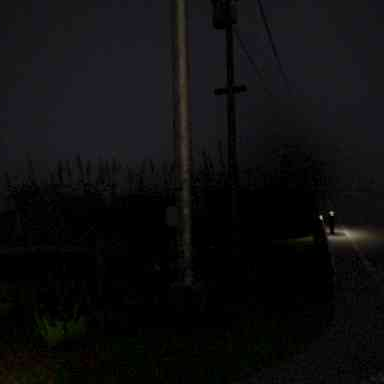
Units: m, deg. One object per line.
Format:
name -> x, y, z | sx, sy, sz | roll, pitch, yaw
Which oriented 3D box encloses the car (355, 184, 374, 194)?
car -> 24.180, -0.394, 46.774 | 1.895, 1.301, 4.718 | -1, 0, 19
